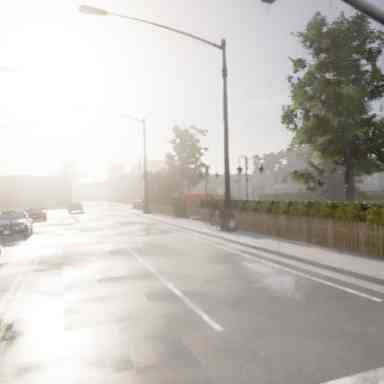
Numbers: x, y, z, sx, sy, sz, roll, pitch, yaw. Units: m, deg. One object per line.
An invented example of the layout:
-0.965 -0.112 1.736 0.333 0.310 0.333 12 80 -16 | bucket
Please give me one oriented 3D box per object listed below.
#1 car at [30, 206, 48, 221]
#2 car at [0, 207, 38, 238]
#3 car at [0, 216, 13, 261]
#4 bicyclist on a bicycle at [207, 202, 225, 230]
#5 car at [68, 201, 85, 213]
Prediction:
-15.054 2.045 32.134 1.994 1.385 4.181 -1 0 -20 | car
-10.392 1.853 19.417 1.812 1.442 4.674 -1 0 -20 | car
-6.633 1.694 9.163 2.128 1.511 4.902 -1 0 -20 | car
1.455 1.304 18.704 1.656 1.620 0.582 -10 -17 -23 | bicyclist on a bicycle
-15.740 2.039 45.272 1.837 1.490 4.892 -2 0 -17 | car
